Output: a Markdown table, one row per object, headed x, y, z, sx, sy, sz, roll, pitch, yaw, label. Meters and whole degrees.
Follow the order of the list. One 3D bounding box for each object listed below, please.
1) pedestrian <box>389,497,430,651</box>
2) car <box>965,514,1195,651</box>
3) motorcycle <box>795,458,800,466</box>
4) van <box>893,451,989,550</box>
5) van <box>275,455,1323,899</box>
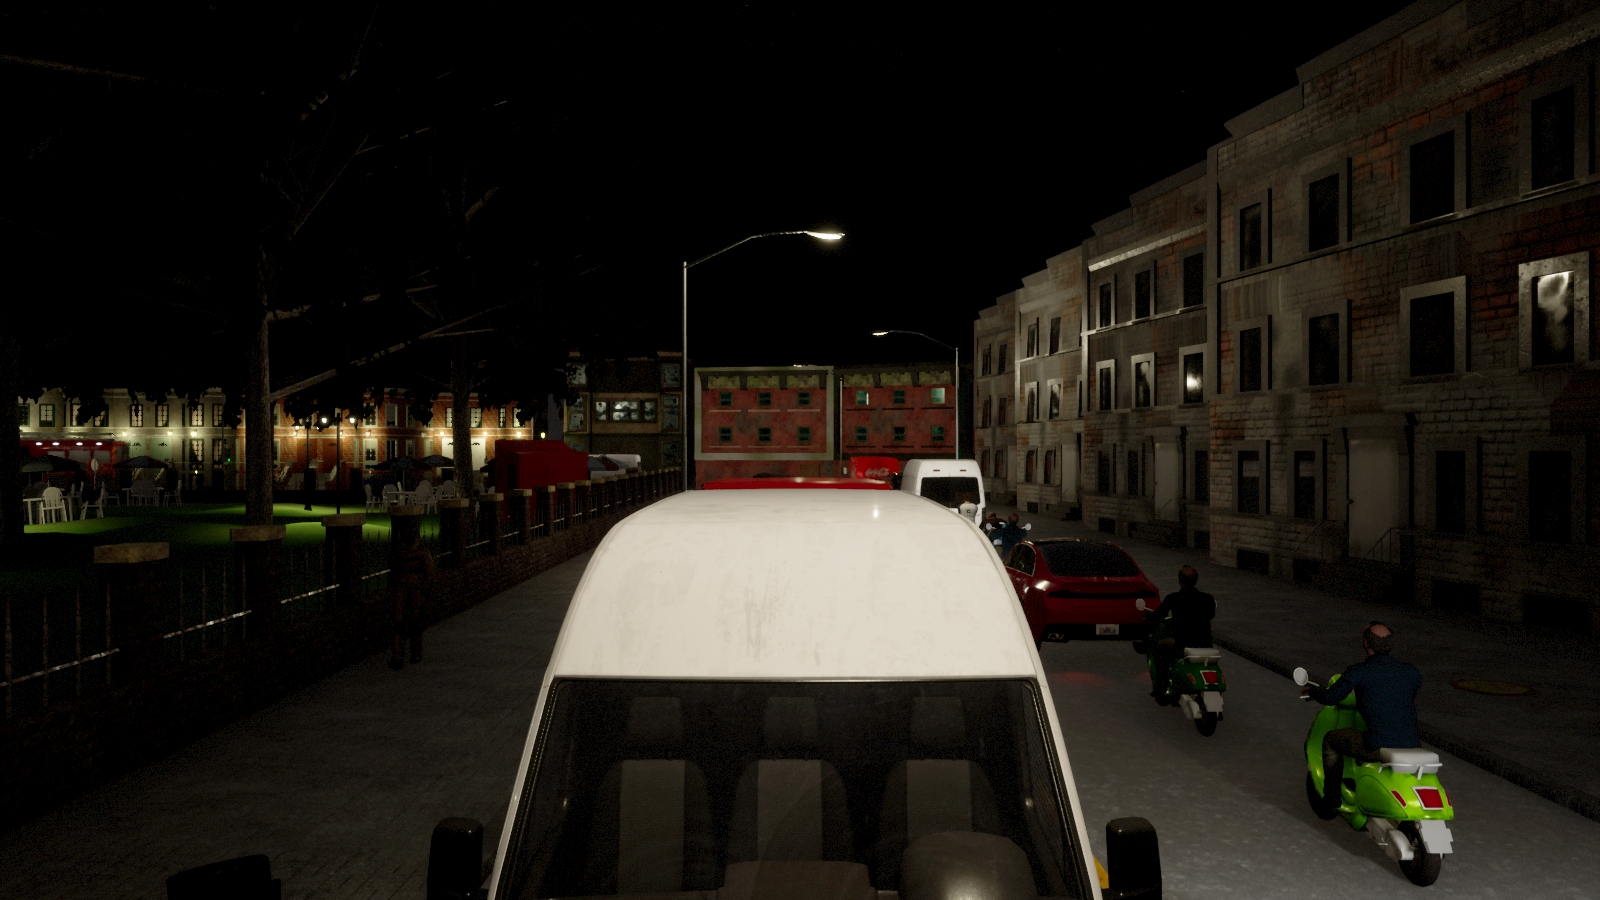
| x | y | z | sx | sy | sz | roll | pitch | yaw | label |
| --- | --- | --- | --- | --- | --- | --- | --- | --- | --- |
| -4.835 | 1.525 | 14.162 | 0.375 | 1.860 | 0.375 | 0 | 0 | -1 | pedestrian |
| 3.953 | 1.841 | 17.118 | 2.231 | 1.480 | 4.892 | 0 | 0 | 0 | car |
| -0.384 | 1.962 | 183.190 | 0.856 | 1.236 | 1.805 | 0 | 0 | 0 | motorcycle |
| 3.906 | 1.314 | 32.634 | 1.988 | 2.561 | 5.915 | 0 | 0 | 0 | van |
| -0.006 | 1.314 | 5.127 | 1.988 | 2.561 | 5.915 | 0 | 0 | 0 | van |
